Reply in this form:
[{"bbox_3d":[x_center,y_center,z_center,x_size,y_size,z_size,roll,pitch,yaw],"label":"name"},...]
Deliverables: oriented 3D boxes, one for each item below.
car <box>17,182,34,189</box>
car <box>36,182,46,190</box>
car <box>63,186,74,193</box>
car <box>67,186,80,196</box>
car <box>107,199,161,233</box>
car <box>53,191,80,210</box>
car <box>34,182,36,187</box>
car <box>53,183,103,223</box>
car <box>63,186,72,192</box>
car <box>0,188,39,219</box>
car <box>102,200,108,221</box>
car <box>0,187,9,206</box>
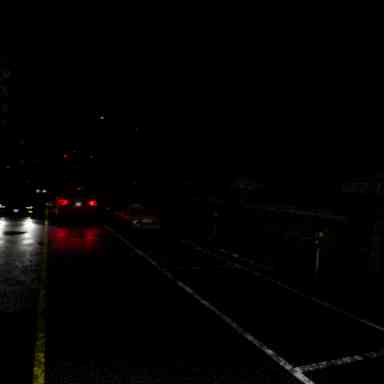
[{"bbox_3d":[-32.018,-0.934,63.357,2.192,1.841,5.009,3,0,-23],"label":"car"},{"bbox_3d":[-37.287,-1.135,82.512,1.812,1.442,4.674,3,0,-23],"label":"car"},{"bbox_3d":[-28.525,-0.552,76.723,2.008,1.369,4.403,3,0,-23],"label":"car"},{"bbox_3d":[-22.060,-0.203,61.750,1.967,1.590,4.097,3,0,-23],"label":"car"},{"bbox_3d":[-2.996,1.250,17.538,1.752,1.417,4.829,3,0,-23],"label":"car"},{"bbox_3d":[-11.465,0.714,30.203,1.994,1.385,4.181,3,0,-23],"label":"car"},{"bbox_3d":[-38.421,-1.177,78.175,1.752,1.417,4.829,3,0,-23],"label":"car"},{"bbox_3d":[-7.174,0.679,20.429,2.150,2.045,5.566,3,0,-23],"label":"car"},{"bbox_3d":[-30.678,-0.710,81.714,1.887,1.381,4.507,3,0,-23],"label":"car"},{"bbox_3d":[-10.750,0.748,20.772,1.837,1.490,4.892,3,0,-23],"label":"car"},{"bbox_3d":[-5.091,1.139,22.390,1.947,1.339,4.313,3,0,-23],"label":"car"},{"bbox_3d":[-17.153,0.340,28.866,1.752,1.417,4.829,3,0,-23],"label":"car"}]
